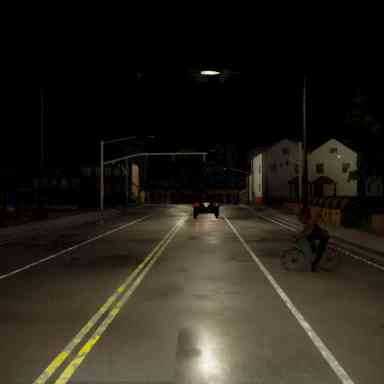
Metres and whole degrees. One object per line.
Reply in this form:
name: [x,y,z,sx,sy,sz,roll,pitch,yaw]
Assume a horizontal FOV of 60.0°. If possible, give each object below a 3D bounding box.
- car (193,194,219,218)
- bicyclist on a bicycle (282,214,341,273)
car: [1.285,1.220,30.007,2.150,2.045,5.566,0,0,2]
bicyclist on a bicycle: [3.339,1.450,9.352,1.656,1.620,0.582,-2,0,2]
